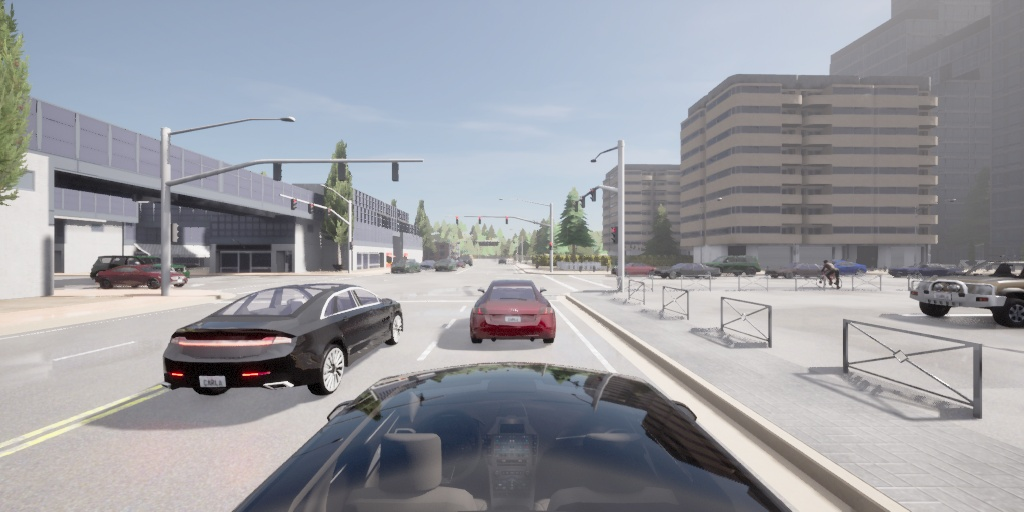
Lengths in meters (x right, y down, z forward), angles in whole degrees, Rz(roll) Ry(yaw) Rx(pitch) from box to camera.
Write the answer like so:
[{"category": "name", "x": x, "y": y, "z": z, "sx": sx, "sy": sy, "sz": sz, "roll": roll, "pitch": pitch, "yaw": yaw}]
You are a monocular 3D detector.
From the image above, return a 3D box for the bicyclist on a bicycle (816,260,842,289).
[{"category": "bicyclist on a bicycle", "x": 17.920, "y": 1.052, "z": 20.297, "sx": 0.582, "sy": 1.620, "sz": 1.656, "roll": 0, "pitch": 0, "yaw": -2}]

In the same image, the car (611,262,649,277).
[{"category": "car", "x": 11.734, "y": 1.314, "z": 34.600, "sx": 4.181, "sy": 1.385, "sz": 1.994, "roll": 0, "pitch": 0, "yaw": -2}]

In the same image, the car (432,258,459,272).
[{"category": "car", "x": -8.249, "y": 1.102, "z": 44.783, "sx": 2.097, "sy": 1.767, "sz": 4.553, "roll": 0, "pitch": 0, "yaw": -2}]

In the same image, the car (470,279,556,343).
[{"category": "car", "x": 0.009, "y": 1.314, "z": 9.644, "sx": 1.994, "sy": 1.385, "sz": 4.181, "roll": 0, "pitch": 0, "yaw": 0}]

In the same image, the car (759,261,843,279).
[{"category": "car", "x": 25.295, "y": 1.297, "z": 31.507, "sx": 5.357, "sy": 1.411, "sz": 2.033, "roll": 0, "pitch": 0, "yaw": -2}]

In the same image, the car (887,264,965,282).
[{"category": "car", "x": 36.453, "y": 1.351, "z": 31.827, "sx": 4.718, "sy": 1.301, "sz": 1.895, "roll": 0, "pitch": 0, "yaw": -1}]

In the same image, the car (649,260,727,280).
[{"category": "car", "x": 15.225, "y": 1.297, "z": 31.204, "sx": 5.357, "sy": 1.411, "sz": 2.033, "roll": 0, "pitch": 0, "yaw": -2}]

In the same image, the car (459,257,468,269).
[{"category": "car", "x": -8.590, "y": 1.314, "z": 56.965, "sx": 1.994, "sy": 1.385, "sz": 4.181, "roll": 0, "pitch": 0, "yaw": -1}]

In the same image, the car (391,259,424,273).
[{"category": "car", "x": -11.864, "y": 1.102, "z": 40.113, "sx": 2.097, "sy": 1.767, "sz": 4.553, "roll": 0, "pitch": 0, "yaw": 2}]

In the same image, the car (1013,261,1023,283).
[{"category": "car", "x": 43.291, "y": 1.314, "z": 28.395, "sx": 4.181, "sy": 1.385, "sz": 1.994, "roll": 0, "pitch": 0, "yaw": -1}]

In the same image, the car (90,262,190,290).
[{"category": "car", "x": -22.895, "y": 1.276, "z": 22.199, "sx": 4.674, "sy": 1.442, "sz": 1.812, "roll": 0, "pitch": 0, "yaw": 0}]

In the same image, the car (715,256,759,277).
[{"category": "car", "x": 21.077, "y": 0.971, "z": 34.884, "sx": 5.566, "sy": 2.045, "sz": 2.150, "roll": 0, "pitch": 0, "yaw": -2}]

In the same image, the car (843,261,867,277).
[{"category": "car", "x": 31.783, "y": 1.228, "z": 35.198, "sx": 5.008, "sy": 1.535, "sz": 1.882, "roll": 0, "pitch": 0, "yaw": -1}]

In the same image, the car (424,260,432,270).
[{"category": "car", "x": -11.963, "y": 1.298, "z": 51.863, "sx": 2.033, "sy": 1.411, "sz": 5.357, "roll": 0, "pitch": 0, "yaw": -2}]

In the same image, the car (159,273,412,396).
[{"category": "car", "x": -3.476, "y": 1.242, "z": 6.585, "sx": 2.128, "sy": 1.511, "sz": 4.902, "roll": 0, "pitch": 0, "yaw": 0}]

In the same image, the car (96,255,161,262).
[{"category": "car", "x": -26.453, "y": 0.971, "z": 25.594, "sx": 5.566, "sy": 2.045, "sz": 2.150, "roll": 0, "pitch": 0, "yaw": -1}]
